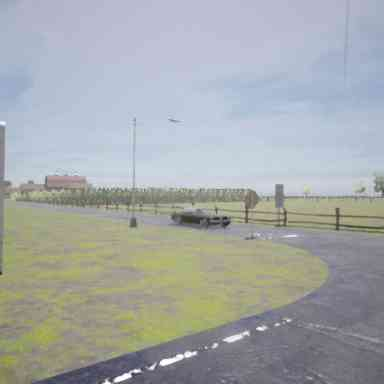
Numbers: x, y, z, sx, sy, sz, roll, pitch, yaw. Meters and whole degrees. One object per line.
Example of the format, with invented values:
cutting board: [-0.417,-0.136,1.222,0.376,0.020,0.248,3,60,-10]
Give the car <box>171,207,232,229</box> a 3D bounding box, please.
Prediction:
car: [0.542,1.738,22.721,1.895,1.301,4.718,1,-1,-36]
